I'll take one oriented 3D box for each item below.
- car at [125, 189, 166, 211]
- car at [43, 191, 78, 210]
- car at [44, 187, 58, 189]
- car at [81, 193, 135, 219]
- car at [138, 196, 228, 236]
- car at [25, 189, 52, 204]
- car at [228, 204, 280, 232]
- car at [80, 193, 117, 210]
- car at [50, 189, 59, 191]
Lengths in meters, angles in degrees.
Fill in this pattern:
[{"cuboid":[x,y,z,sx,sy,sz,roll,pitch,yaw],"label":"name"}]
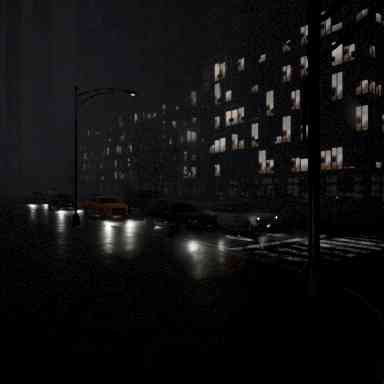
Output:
[{"cuboid":[-3.522,0.810,26.234,2.150,2.045,5.566,0,1,-38],"label":"car"},{"cuboid":[-12.778,0.898,32.787,1.837,1.490,4.892,0,1,-38],"label":"car"},{"cuboid":[-25.849,0.054,60.386,2.150,2.045,5.566,0,1,-38],"label":"car"},{"cuboid":[-6.504,1.057,24.772,1.882,1.535,5.008,0,1,-38],"label":"car"},{"cuboid":[-0.661,1.231,17.325,1.882,1.535,5.008,0,1,-37],"label":"car"},{"cuboid":[-19.353,0.702,41.280,1.837,1.490,4.892,0,1,-37],"label":"car"},{"cuboid":[2.508,1.368,18.580,1.895,1.301,4.718,0,1,-39],"label":"car"},{"cuboid":[-9.710,0.882,34.148,1.882,1.535,5.008,0,1,-38],"label":"car"},{"cuboid":[-16.959,0.713,43.500,1.812,1.442,4.674,0,1,-37],"label":"car"}]
